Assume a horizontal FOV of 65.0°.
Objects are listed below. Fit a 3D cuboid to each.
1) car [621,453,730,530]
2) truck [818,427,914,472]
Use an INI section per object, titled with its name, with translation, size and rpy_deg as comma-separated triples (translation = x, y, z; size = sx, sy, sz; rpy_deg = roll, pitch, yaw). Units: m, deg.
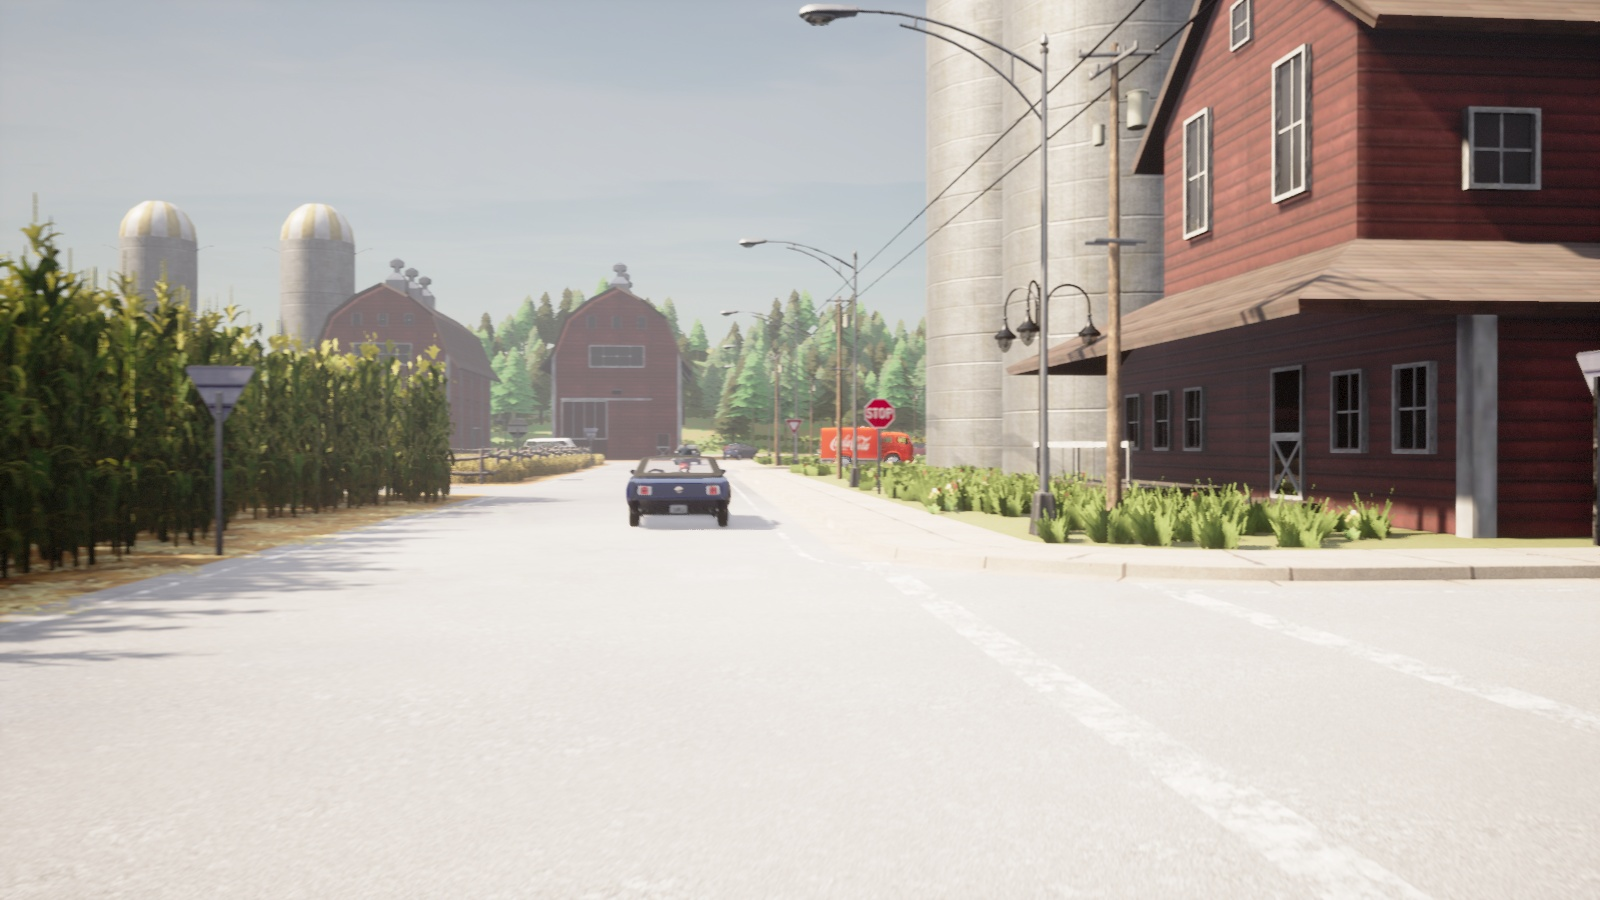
[car]
translation = -2.426, 0.736, 24.359
size = 1.895, 1.301, 4.718
rpy_deg = 0, 0, -6
[truck]
translation = 3.745, -0.044, 70.601
size = 5.204, 2.467, 2.627
rpy_deg = 0, 1, 6
